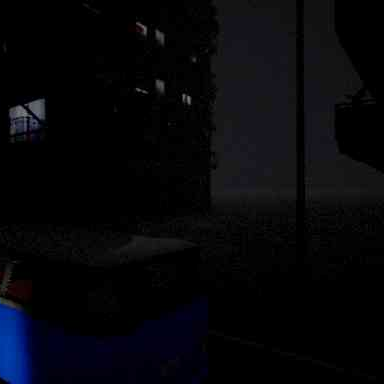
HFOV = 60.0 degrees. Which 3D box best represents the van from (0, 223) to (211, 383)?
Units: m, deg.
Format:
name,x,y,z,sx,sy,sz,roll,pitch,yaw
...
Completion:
name,x,y,z,sx,sy,sz,roll,pitch,yaw
van,-1.701,1.344,4.090,3.998,1.788,1.690,0,0,35
